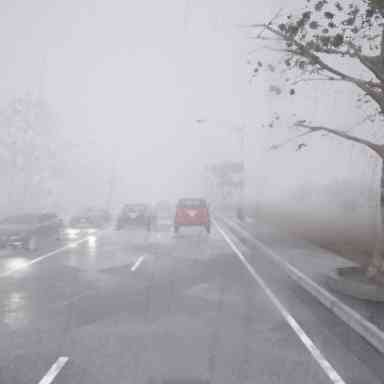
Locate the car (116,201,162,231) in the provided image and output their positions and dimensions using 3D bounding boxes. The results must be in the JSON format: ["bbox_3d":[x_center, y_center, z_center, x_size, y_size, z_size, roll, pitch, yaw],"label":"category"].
[{"bbox_3d":[-3.453,1.451,21.739,2.097,1.767,4.553,0,0,1],"label":"car"}]

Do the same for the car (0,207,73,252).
[{"bbox_3d":[-7.058,1.572,14.347,1.837,1.490,4.892,0,0,0],"label":"car"}]

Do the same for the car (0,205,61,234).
[{"bbox_3d":[-10.521,1.647,21.351,2.033,1.411,5.357,0,0,1],"label":"car"}]

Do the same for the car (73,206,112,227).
[{"bbox_3d":[-6.996,1.673,23.386,1.994,1.385,4.181,0,0,0],"label":"car"}]

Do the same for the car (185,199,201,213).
[{"bbox_3d":[0.095,1.661,40.921,1.882,1.535,5.008,0,0,0],"label":"car"}]

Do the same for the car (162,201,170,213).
[{"bbox_3d":[-3.406,1.728,40.161,2.033,1.411,5.357,0,0,0],"label":"car"}]

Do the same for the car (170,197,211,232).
[{"bbox_3d":[0.037,1.320,20.861,2.150,2.045,5.566,0,0,0],"label":"car"}]
